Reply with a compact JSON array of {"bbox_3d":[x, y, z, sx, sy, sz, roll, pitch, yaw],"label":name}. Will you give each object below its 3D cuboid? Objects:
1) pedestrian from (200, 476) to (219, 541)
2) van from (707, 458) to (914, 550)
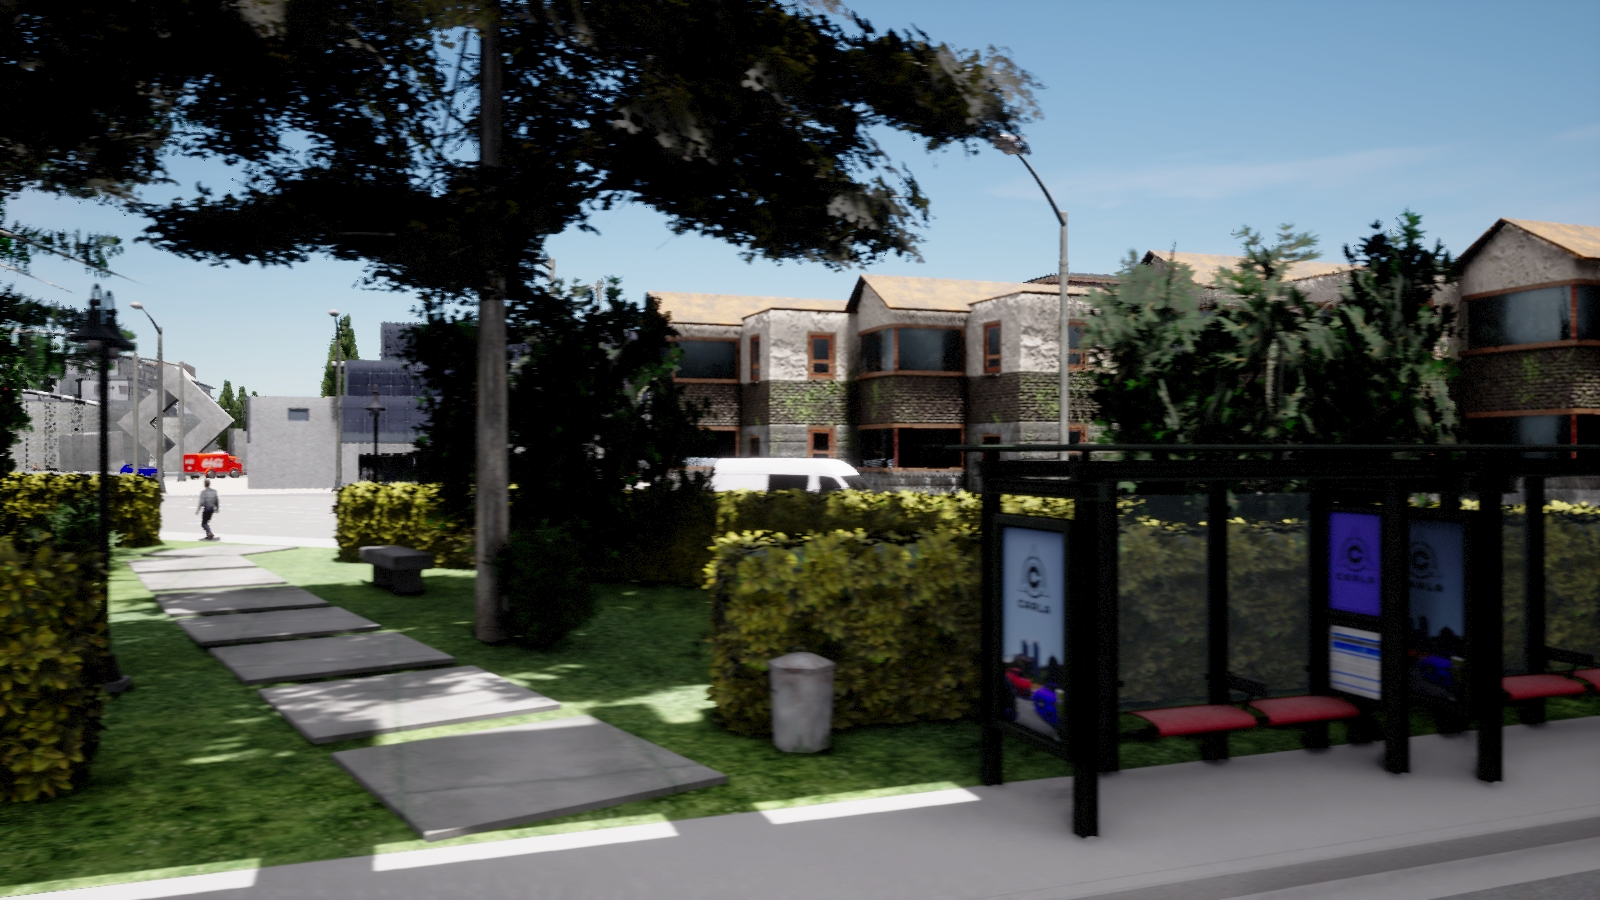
[{"bbox_3d":[-17.192,1.701,33.265,0.375,1.860,0.375,0,0,32],"label":"pedestrian"},{"bbox_3d":[0.290,1.534,34.316,5.915,2.561,1.988,0,0,25],"label":"van"}]
